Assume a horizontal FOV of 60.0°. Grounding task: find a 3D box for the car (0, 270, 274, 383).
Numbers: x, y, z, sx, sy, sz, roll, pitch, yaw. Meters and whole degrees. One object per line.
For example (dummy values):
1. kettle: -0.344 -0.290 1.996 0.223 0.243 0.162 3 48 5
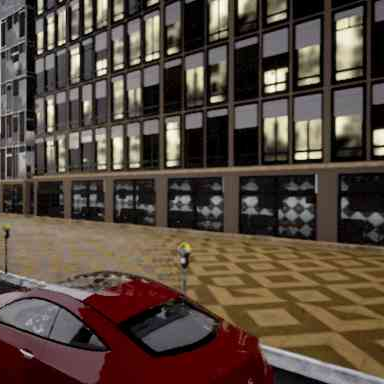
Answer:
1. car: -1.211 1.583 3.733 4.206 1.307 1.802 0 0 35
